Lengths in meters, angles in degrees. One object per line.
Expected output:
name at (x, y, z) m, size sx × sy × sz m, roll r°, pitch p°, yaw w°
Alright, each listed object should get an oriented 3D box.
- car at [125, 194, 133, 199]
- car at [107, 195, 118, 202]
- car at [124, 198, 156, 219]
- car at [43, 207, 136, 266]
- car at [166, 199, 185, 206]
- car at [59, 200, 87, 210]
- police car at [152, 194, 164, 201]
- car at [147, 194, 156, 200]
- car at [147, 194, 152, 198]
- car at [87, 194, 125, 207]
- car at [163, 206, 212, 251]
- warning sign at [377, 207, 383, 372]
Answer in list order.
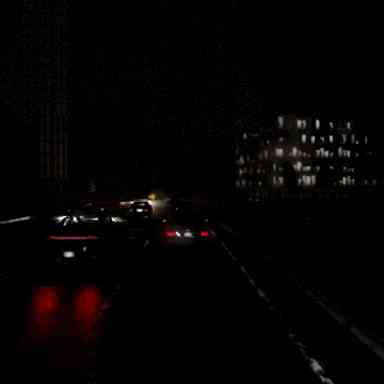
car at (-13.916, 1.180, 71.947) m, size 2.097 × 1.767 × 4.553 m, roll 0°, pitch 0°, yaw -11°
car at (-17.365, 1.416, 72.621) m, size 2.128 × 1.511 × 4.902 m, roll 0°, pitch 0°, yaw -12°
car at (-4.432, 1.508, 29.014) m, size 2.033 × 1.411 × 5.357 m, roll 0°, pitch 0°, yaw -5°
car at (-3.429, 1.479, 11.487) m, size 2.128 × 1.511 × 4.902 m, roll 0°, pitch 0°, yaw -2°
car at (-1.726, 1.475, 35.042) m, size 1.812 × 1.442 × 4.674 m, roll 0°, pitch 0°, yaw -5°
car at (-11.473, 1.524, 32.469) m, size 1.994 × 1.385 × 4.181 m, roll 0°, pitch 0°, yaw -5°
police car at (-7.767, 1.318, 79.019) m, size 1.930 × 1.638 × 5.238 m, roll 0°, pitch 0°, yaw -12°
car at (-11.622, 1.334, 94.891) m, size 1.801 × 1.575 × 5.366 m, roll 0°, pitch 0°, yaw -15°
car at (-10.102, 1.339, 88.989) m, size 1.801 × 1.575 × 5.366 m, roll 0°, pitch 0°, yaw -14°
car at (-8.169, 1.183, 32.103) m, size 2.150 × 2.045 × 5.566 m, roll 0°, pitch 0°, yaw -5°
car at (-0.250, 1.528, 14.030) m, size 2.033 × 1.411 × 5.357 m, roll 0°, pitch 0°, yaw -2°
warning sign at (2.828, 1.109, 3.376) m, size 1.300 × 1.860 × 1.060 m, roll 0°, pitch 0°, yaw -1°
